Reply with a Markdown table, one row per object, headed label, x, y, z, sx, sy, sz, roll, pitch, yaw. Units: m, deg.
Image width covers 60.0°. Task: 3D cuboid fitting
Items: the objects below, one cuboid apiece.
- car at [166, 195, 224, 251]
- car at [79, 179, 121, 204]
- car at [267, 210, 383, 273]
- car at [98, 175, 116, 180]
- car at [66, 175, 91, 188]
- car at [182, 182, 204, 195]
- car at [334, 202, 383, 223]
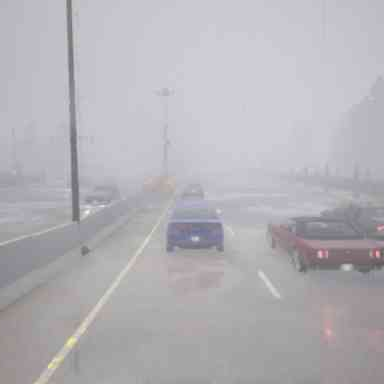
| label | x | y | z | sx | sy | sz | roll | pitch | yaw |
| --- | --- | --- | --- | --- | --- | --- | --- | --- | --- |
| car | 0.101 | 1.129 | 12.479 | 1.882 | 1.535 | 5.008 | 0 | 3 | 0 |
| car | -7.087 | 0.061 | 26.998 | 2.033 | 1.411 | 5.357 | 0 | 5 | 0 |
| car | 3.601 | 1.372 | 9.929 | 1.895 | 1.301 | 4.718 | 0 | 2 | 0 |
| car | -10.456 | -1.283 | 40.783 | 1.812 | 1.442 | 4.674 | 0 | 5 | 1 |
| car | -13.953 | -1.324 | 41.022 | 1.837 | 1.490 | 4.892 | 0 | 5 | 1 |
| car | 0.126 | -0.283 | 30.759 | 1.994 | 1.385 | 4.181 | 0 | 5 | 0 |
| car | 7.100 | 1.130 | 13.772 | 2.033 | 1.411 | 5.357 | 0 | 3 | 0 |
